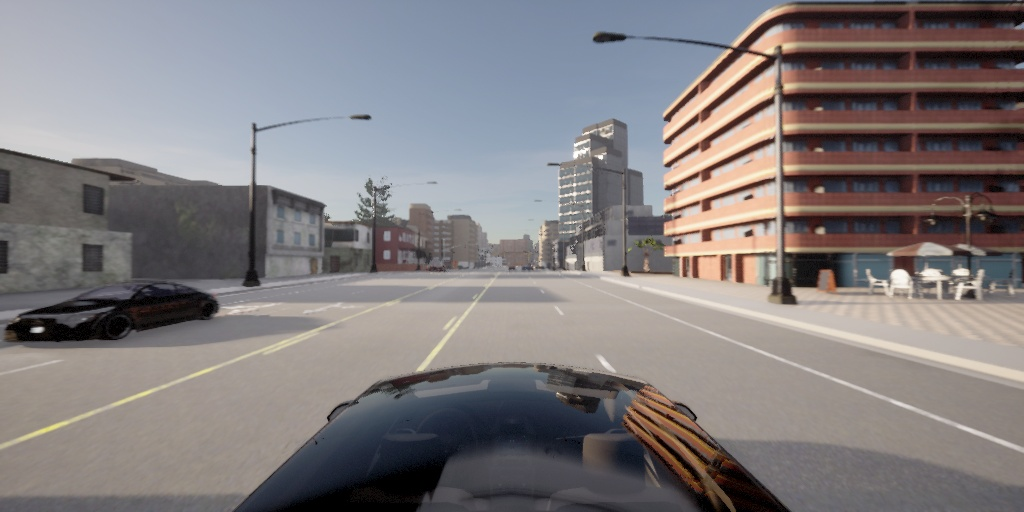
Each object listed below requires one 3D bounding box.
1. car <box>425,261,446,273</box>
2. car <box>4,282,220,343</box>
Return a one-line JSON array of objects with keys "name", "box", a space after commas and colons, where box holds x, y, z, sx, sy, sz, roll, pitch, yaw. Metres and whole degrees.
[{"name": "car", "box": [-10.482, 1.416, 49.509, 2.097, 1.767, 4.553, 0, -2, 0]}, {"name": "car", "box": [-10.492, 1.422, 9.919, 1.994, 1.385, 4.181, 0, 1, 0]}]
